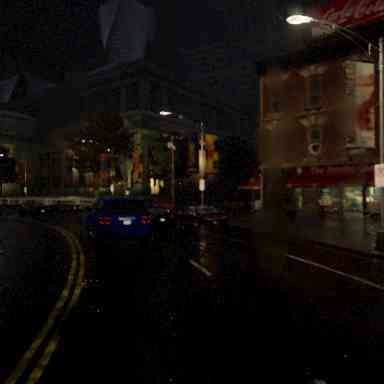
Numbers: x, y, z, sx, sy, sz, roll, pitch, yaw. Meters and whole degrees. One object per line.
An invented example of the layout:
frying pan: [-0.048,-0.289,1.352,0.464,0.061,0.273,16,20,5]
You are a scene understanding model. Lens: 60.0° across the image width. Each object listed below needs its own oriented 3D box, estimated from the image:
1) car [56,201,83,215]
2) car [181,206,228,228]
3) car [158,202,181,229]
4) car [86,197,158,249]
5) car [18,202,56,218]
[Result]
car: [-13.770,1.679,35.539,5.357,1.411,2.033,-1,0,42]
car: [0.478,1.606,22.421,1.895,1.301,4.718,0,0,-25]
car: [-2.637,1.599,21.110,1.994,1.385,4.181,0,0,-28]
car: [-3.480,1.259,15.128,2.150,2.045,5.566,0,0,-22]
car: [-15.098,1.703,31.853,4.181,1.385,1.994,0,0,45]
